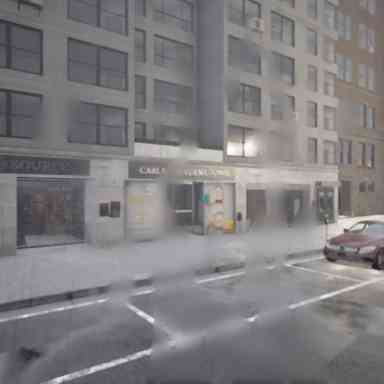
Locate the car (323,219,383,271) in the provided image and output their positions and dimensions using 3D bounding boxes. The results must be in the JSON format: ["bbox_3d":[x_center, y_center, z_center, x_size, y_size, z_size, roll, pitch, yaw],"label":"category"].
[{"bbox_3d":[6.049,1.580,10.886,4.206,1.307,1.802,0,0,-36],"label":"car"}]
